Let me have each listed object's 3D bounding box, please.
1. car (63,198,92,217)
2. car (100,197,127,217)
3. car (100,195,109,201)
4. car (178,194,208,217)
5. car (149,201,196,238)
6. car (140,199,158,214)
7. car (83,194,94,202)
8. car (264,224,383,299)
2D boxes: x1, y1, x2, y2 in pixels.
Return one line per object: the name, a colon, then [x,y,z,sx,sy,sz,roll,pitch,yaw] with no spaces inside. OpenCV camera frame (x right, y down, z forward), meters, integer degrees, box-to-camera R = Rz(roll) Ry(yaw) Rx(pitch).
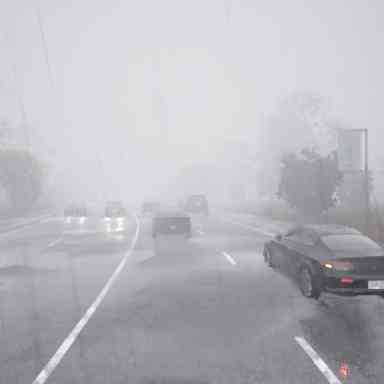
car: [-10.864,1.588,31.490,1.994,1.385,4.181,0,0,-13]
car: [-7.427,1.512,32.161,2.128,1.511,4.902,0,0,-13]
car: [-18.787,1.352,72.055,2.097,1.767,4.553,0,0,-18]
car: [0.002,1.232,31.862,2.150,2.045,5.566,0,0,-12]
car: [-1.187,1.485,17.804,1.882,1.535,5.008,0,0,-7]
car: [-4.496,1.496,35.885,1.882,1.535,5.008,0,0,-13]
car: [-22.249,1.318,71.394,2.097,1.767,4.553,0,0,-18]
car: [3.214,1.520,8.337,1.812,1.442,4.674,0,0,-3]
